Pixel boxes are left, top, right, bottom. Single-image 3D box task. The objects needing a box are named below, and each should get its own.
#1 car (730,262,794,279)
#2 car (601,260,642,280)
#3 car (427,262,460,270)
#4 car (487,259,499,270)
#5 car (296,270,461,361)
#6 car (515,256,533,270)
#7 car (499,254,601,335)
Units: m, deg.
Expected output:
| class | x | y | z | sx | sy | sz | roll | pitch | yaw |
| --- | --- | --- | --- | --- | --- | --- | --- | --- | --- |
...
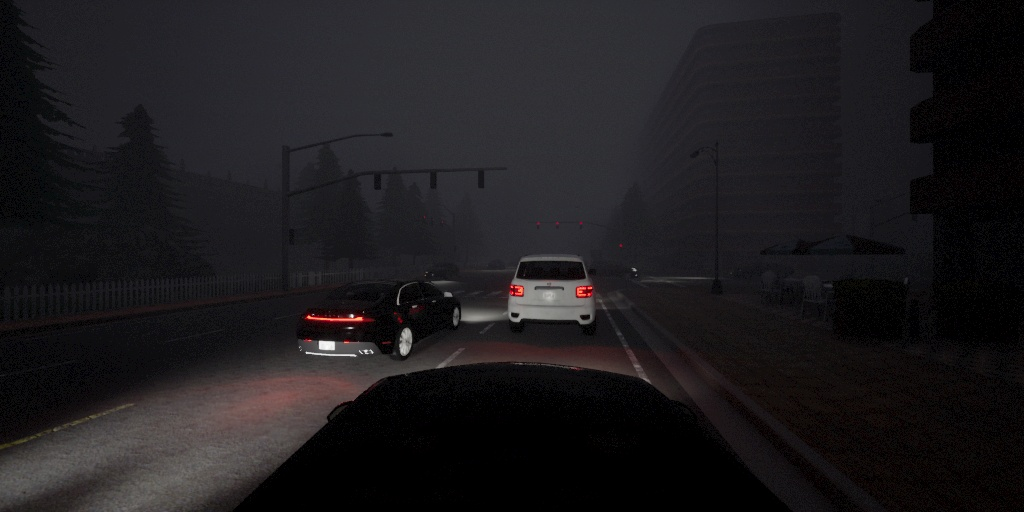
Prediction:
| class | x | y | z | sx | sy | sz | roll | pitch | yaw |
| --- | --- | --- | --- | --- | --- | --- | --- | --- | --- |
| car | 22.456 | 1.297 | 32.327 | 4.902 | 1.511 | 2.128 | 0 | 0 | 10 |
| car | 9.012 | 1.148 | 31.695 | 4.553 | 1.767 | 2.097 | 0 | 0 | 31 |
| car | -5.932 | 1.259 | 31.043 | 1.837 | 1.490 | 4.892 | 0 | 0 | 10 |
| car | -2.250 | 1.228 | 51.883 | 1.882 | 1.535 | 5.008 | 0 | 0 | 10 |
| car | -2.662 | 1.255 | 8.394 | 1.837 | 1.490 | 4.892 | 0 | 0 | 10 |
| car | 1.901 | 0.972 | 55.079 | 2.150 | 2.045 | 5.566 | 0 | 0 | 9 |
| car | 1.319 | 0.971 | 10.727 | 2.150 | 2.045 | 5.566 | 0 | 0 | 10 |
